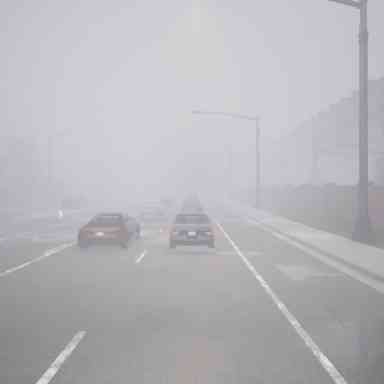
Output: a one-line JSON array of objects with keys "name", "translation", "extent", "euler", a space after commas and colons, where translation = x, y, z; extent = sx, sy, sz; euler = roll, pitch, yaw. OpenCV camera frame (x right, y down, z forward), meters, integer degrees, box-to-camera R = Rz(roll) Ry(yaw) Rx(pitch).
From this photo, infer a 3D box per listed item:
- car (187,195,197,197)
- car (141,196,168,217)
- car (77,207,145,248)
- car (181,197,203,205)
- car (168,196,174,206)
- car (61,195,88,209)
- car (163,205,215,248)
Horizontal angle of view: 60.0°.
[{"name": "car", "translation": [0.000, 1.099, 44.836], "extent": [2.033, 1.411, 5.357], "euler": [0, 1, 0]}, {"name": "car", "translation": [-3.500, 1.373, 29.640], "extent": [1.812, 1.442, 4.674], "euler": [0, 1, 0]}, {"name": "car", "translation": [-3.500, 1.559, 14.647], "extent": [1.994, 1.385, 4.181], "euler": [0, 0, 0]}, {"name": "car", "translation": [0.000, 1.413, 29.640], "extent": [1.994, 1.385, 4.181], "euler": [0, 1, 0]}, {"name": "car", "translation": [-3.500, 1.152, 44.867], "extent": [1.895, 1.301, 4.718], "euler": [0, 1, 0]}, {"name": "car", "translation": [-14.000, 1.158, 39.835], "extent": [1.882, 1.535, 5.008], "euler": [0, 1, 0]}, {"name": "car", "translation": [0.000, 1.550, 14.647], "extent": [2.033, 1.411, 5.357], "euler": [0, 0, 0]}]
